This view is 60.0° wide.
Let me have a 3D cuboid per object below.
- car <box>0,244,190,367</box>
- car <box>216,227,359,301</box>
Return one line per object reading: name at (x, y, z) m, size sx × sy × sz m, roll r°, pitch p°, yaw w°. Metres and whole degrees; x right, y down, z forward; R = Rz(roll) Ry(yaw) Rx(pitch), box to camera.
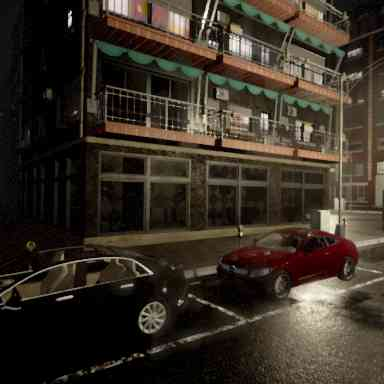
car at (-2.087, 1.551, 5.014) m, size 4.403 × 1.369 × 2.008 m, roll 0°, pitch 1°, yaw -36°
car at (2.536, 1.583, 8.324) m, size 4.206 × 1.307 × 1.802 m, roll 0°, pitch 1°, yaw -36°
